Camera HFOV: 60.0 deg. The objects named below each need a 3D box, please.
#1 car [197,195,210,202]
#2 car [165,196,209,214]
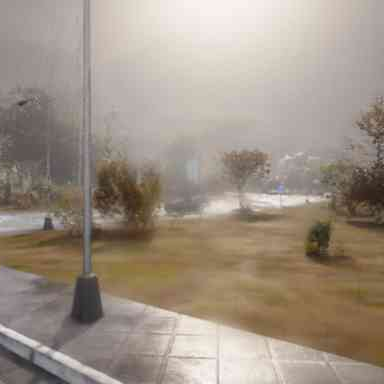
[{"bbox_3d":[0.894,1.321,52.886,1.837,1.490,4.892,0,1,39],"label":"car"},{"bbox_3d":[-0.714,1.479,34.039,1.837,1.490,4.892,0,0,39],"label":"car"}]
